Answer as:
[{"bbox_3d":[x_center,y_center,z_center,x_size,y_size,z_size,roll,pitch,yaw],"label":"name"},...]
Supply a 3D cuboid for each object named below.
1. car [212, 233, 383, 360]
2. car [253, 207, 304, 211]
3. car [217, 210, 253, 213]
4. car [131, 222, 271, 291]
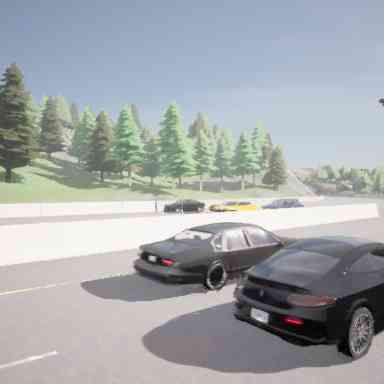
[{"bbox_3d":[2.760,1.526,5.946,4.674,1.442,1.812,0,0,-37],"label":"car"},{"bbox_3d":[7.737,1.351,28.645,4.553,1.767,2.097,0,0,-43],"label":"car"},{"bbox_3d":[3.970,1.477,29.917,5.008,1.535,1.882,0,0,-42],"label":"car"},{"bbox_3d":[1.081,1.548,9.031,5.357,1.411,2.033,0,0,-38],"label":"car"}]
